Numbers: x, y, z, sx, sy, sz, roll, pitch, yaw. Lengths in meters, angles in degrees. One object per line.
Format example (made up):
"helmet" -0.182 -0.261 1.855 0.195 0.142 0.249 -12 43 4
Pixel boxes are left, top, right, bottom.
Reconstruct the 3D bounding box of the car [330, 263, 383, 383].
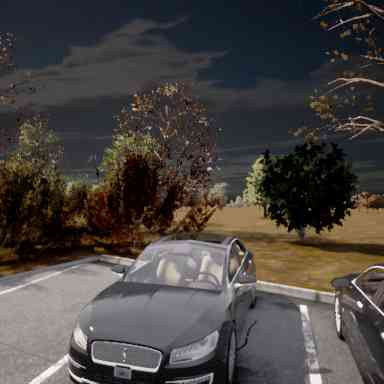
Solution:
"car" 2.752 1.486 3.533 2.231 1.521 4.892 0 -1 15

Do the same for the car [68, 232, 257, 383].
"car" -0.006 1.487 5.512 2.231 1.521 4.892 1 -1 16
